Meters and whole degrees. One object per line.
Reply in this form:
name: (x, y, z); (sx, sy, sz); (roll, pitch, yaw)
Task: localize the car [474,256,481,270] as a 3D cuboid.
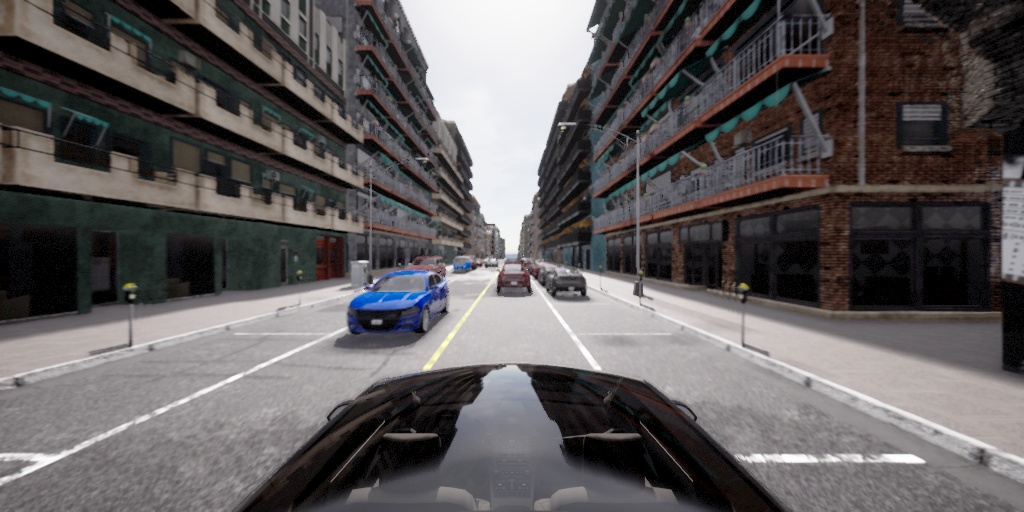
car: (-5.682, 0.879, 46.748); (2.192, 1.841, 5.009); (0, 0, 0)

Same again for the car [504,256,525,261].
car: (0.107, 0.927, 42.940); (2.097, 1.767, 4.553); (0, 0, 0)

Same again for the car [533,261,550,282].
car: (2.695, 1.201, 24.080); (2.007, 1.370, 4.403); (0, 0, 0)

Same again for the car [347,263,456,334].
car: (-3.099, 1.188, 10.693); (1.882, 1.535, 5.008); (0, 1, 0)

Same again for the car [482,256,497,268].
car: (-2.990, 1.140, 53.805); (1.994, 1.385, 4.181); (0, 0, 0)

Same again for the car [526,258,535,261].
car: (2.697, 1.043, 35.403); (1.967, 1.591, 4.097); (0, 0, 0)

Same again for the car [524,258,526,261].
car: (2.698, 1.163, 41.065); (1.802, 1.307, 4.207); (0, 0, 0)

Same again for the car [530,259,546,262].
car: (2.696, 1.171, 29.743); (1.888, 1.381, 4.507); (0, 0, 0)

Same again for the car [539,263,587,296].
car: (2.694, 1.227, 18.418); (2.007, 1.370, 4.403); (0, 0, 0)

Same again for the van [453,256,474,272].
van: (-5.683, 0.921, 41.089); (1.690, 1.789, 3.998); (0, 0, 0)

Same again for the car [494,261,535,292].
car: (0.105, 1.193, 20.367); (1.812, 1.442, 4.674); (0, 0, 0)

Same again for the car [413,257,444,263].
car: (-5.686, 0.965, 24.103); (2.192, 1.841, 5.009); (0, 0, 0)
